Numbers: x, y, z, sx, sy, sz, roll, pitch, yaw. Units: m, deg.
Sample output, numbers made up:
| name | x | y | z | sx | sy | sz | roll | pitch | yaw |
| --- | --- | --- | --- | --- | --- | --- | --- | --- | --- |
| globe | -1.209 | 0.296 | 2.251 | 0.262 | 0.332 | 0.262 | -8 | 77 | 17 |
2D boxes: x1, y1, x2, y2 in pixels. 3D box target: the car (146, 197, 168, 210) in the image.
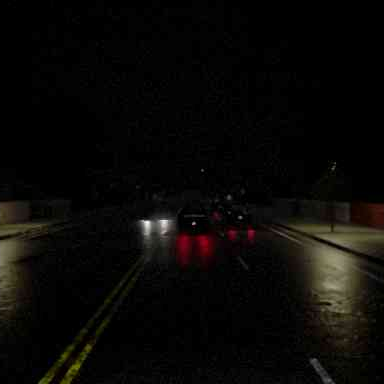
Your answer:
| name | x | y | z | sx | sy | sz | roll | pitch | yaw |
| --- | --- | --- | --- | --- | --- | --- | --- | --- | --- |
| car | -3.245 | 1.244 | 31.570 | 1.812 | 1.442 | 4.674 | 0 | 0 | 0 |

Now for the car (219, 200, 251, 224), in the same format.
| name | x | y | z | sx | sy | sz | roll | pitch | yaw |
| --- | --- | --- | --- | --- | --- | --- | --- | --- | --- |
| car | 3.356 | 1.580 | 25.473 | 1.812 | 1.442 | 4.674 | 0 | 0 | 0 |

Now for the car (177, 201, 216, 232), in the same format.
| name | x | y | z | sx | sy | sz | roll | pitch | yaw |
| --- | --- | --- | --- | --- | --- | --- | --- | --- | --- |
| car | 0.103 | 1.534 | 20.542 | 2.128 | 1.511 | 4.902 | 0 | 0 | 0 |

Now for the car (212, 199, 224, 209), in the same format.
| name | x | y | z | sx | sy | sz | roll | pitch | yaw |
| --- | --- | --- | --- | --- | --- | --- | --- | --- | --- |
| car | 3.337 | 1.577 | 41.806 | 2.128 | 1.511 | 4.902 | 0 | 0 | 0 |
